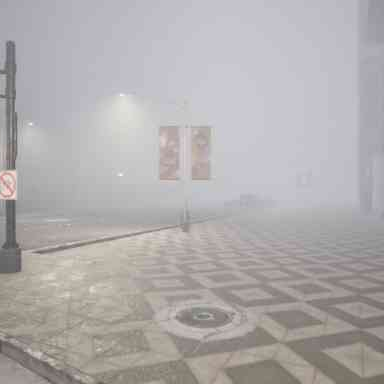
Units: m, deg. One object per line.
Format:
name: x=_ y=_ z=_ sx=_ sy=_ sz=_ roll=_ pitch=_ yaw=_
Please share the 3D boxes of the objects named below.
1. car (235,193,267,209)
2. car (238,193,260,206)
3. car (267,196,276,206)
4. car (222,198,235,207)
car: x=8.159 y=1.189 z=45.846 sx=2.150 sy=2.045 sz=5.566 roll=0 pitch=0 yaw=26
car: x=9.762 y=1.183 z=56.630 sx=2.150 sy=2.045 sz=5.566 roll=0 pitch=0 yaw=26
car: x=12.671 y=1.449 z=55.178 sx=2.128 sy=1.511 sz=4.902 roll=0 pitch=0 yaw=26
car: x=6.106 y=1.570 z=49.063 sx=1.895 sy=1.301 sz=4.718 roll=0 pitch=0 yaw=27
